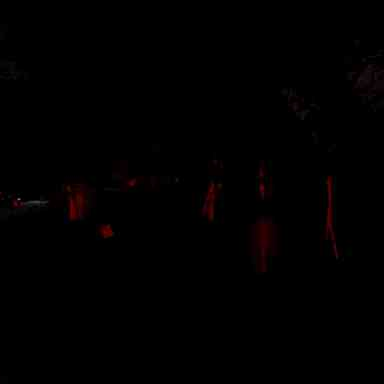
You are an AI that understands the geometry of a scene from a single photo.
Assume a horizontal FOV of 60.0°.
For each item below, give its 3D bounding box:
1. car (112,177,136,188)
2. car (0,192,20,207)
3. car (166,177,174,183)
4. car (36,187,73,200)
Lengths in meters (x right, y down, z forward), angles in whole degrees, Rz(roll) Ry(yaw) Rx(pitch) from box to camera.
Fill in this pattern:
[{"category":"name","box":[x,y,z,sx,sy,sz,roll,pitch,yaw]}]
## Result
[{"category":"car","box":[-11.225,-1.662,54.942,2.097,1.767,4.553,0,5,20]},{"category":"car","box":[-17.939,0.799,30.479,1.837,1.490,4.892,-1,4,10]},{"category":"car","box":[-4.565,-2.444,62.907,2.033,1.411,5.357,-1,5,20]},{"category":"car","box":[-16.052,0.089,39.458,2.033,1.411,5.357,-1,5,14]}]
